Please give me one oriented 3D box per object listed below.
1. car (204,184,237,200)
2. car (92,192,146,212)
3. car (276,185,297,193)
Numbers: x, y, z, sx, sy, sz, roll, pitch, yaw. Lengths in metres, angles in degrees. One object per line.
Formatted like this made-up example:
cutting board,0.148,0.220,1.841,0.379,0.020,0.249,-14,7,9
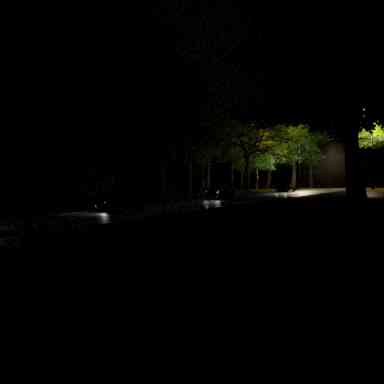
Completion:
car,3.336,-0.046,39.091,2.097,1.767,4.553,-1,2,38
car,-5.862,0.719,27.136,1.812,1.442,4.674,-1,2,39
car,15.536,-0.515,54.792,1.895,1.301,4.718,-1,2,38
